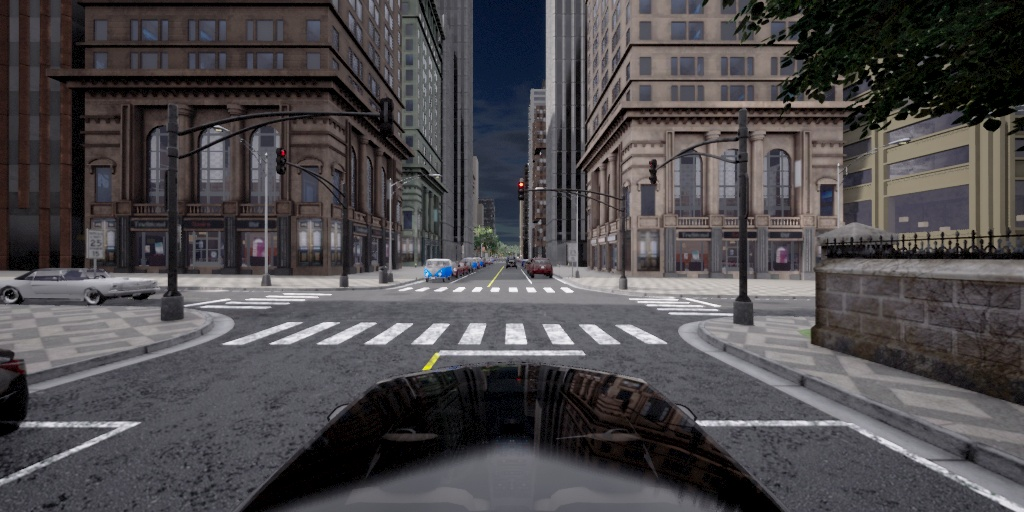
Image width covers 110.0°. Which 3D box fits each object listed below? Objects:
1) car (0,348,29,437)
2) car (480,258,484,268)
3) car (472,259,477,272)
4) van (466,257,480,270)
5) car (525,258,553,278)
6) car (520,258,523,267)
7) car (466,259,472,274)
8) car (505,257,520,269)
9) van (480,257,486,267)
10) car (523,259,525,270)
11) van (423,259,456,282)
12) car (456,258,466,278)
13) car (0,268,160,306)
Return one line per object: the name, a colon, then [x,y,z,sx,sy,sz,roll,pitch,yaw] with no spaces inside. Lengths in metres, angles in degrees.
car: [-5.763,1.316,1.816,1.948,1.339,4.313,0,0,0]
car: [-5.877,1.368,55.678,1.888,1.381,4.507,0,0,0]
car: [-5.853,1.368,44.795,1.948,1.339,4.313,0,0,0]
van: [-5.865,1.153,50.237,1.690,1.789,3.998,0,0,0]
car: [2.695,1.098,33.940,2.192,1.841,5.009,0,0,0]
car: [2.649,1.373,55.703,2.007,1.370,4.403,0,0,0]
car: [-5.842,1.337,39.354,1.888,1.381,4.507,0,0,0]
car: [-0.070,1.335,59.130,1.837,1.490,4.892,0,0,1]
van: [-5.888,1.174,61.119,1.690,1.789,3.998,0,0,0]
car: [2.683,1.107,39.381,2.192,1.841,5.009,0,0,0]
van: [-5.819,1.115,28.473,1.690,1.789,3.998,0,0,0]
car: [-5.830,1.223,33.913,1.967,1.591,4.097,0,0,0]
car: [-16.567,1.124,13.716,4.718,1.301,1.895,1,0,0]
